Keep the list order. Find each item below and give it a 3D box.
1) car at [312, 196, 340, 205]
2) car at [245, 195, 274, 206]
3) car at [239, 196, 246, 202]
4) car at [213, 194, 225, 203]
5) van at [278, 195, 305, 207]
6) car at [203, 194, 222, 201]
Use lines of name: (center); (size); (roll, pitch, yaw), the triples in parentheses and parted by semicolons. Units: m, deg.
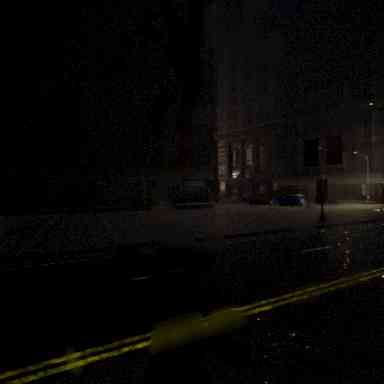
car: (21.017, 1.357, 52.087); (1.947, 1.339, 4.313); (-1, 1, -35)
car: (10.797, 1.459, 51.741); (1.802, 1.307, 4.206); (-1, 1, -35)
car: (11.184, 1.281, 65.890); (1.802, 1.307, 4.206); (-1, 1, -35)
car: (4.241, 1.254, 60.942); (1.967, 1.590, 4.097); (-1, 1, -35)
van: (14.073, 1.248, 47.138); (1.690, 1.788, 3.998); (-1, 1, -35)
car: (4.628, 1.175, 75.091); (1.887, 1.381, 4.507); (-1, 1, -35)
